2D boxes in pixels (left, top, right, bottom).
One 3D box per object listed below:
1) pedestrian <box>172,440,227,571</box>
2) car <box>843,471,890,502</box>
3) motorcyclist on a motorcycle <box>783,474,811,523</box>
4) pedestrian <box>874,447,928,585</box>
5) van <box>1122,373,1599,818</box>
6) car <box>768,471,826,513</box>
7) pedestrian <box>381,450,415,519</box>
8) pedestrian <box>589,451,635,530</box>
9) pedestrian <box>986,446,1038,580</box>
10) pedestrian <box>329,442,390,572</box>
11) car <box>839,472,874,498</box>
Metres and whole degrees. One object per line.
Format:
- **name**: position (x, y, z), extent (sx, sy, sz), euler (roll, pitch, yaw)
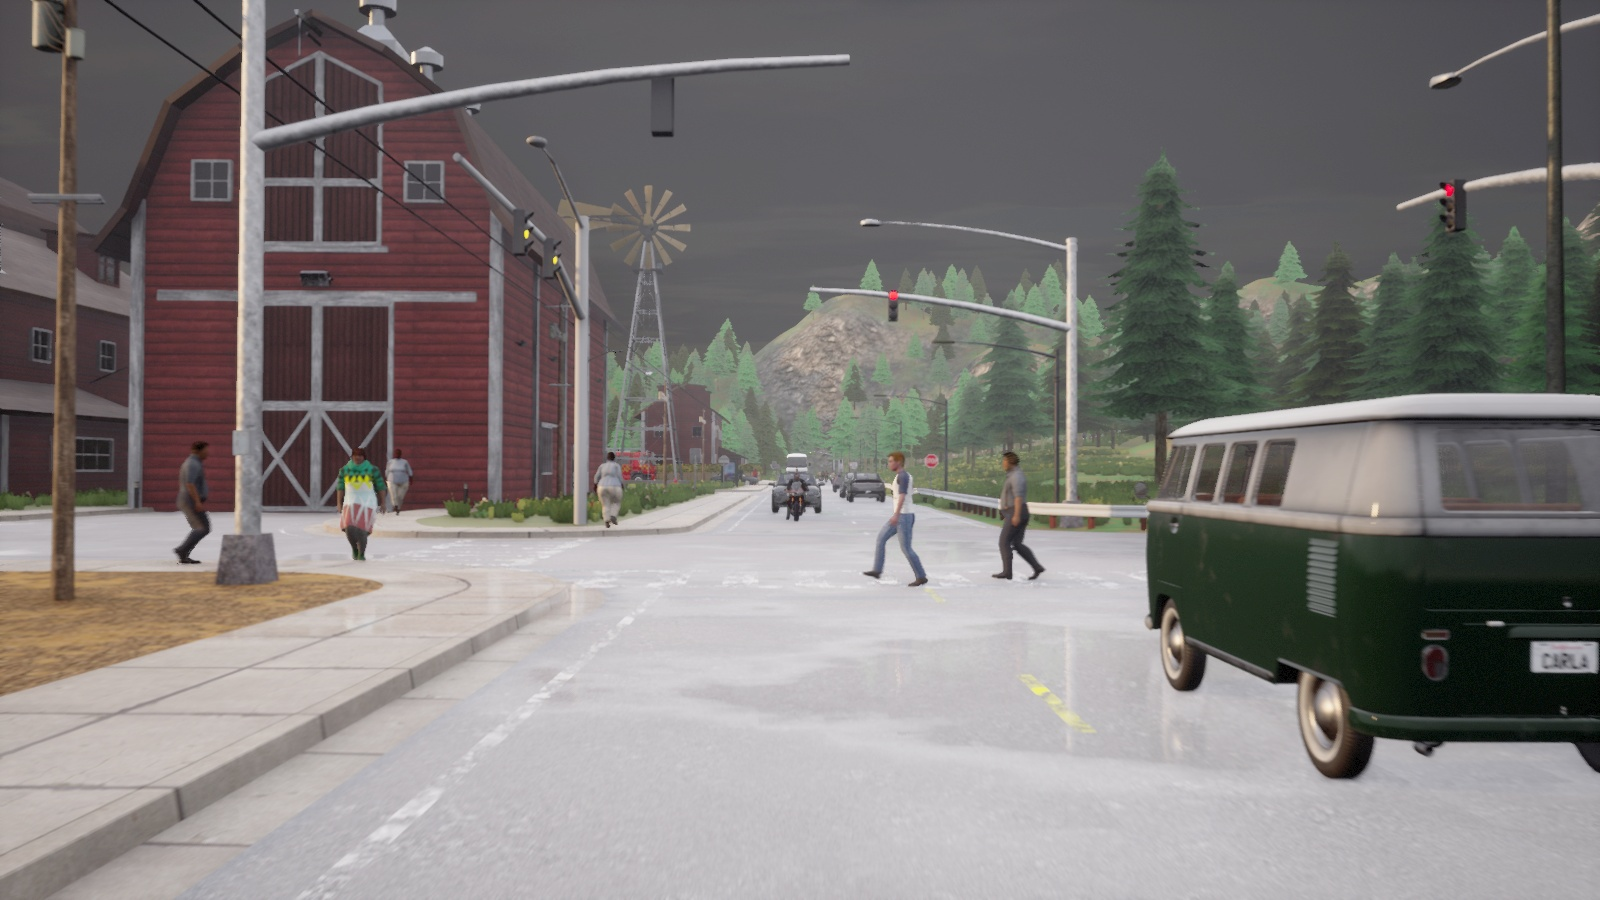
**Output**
- **pedestrian**: position (-8.632, 0.787, 18.067), extent (0.694, 1.848, 0.540), euler (0, -1, -24)
- **car**: position (3.349, 1.834, 64.325), extent (2.128, 1.511, 4.902), euler (0, -1, 0)
- **motorcyclist on a motorcycle**: position (-0.094, 1.519, 39.948), extent (0.866, 1.530, 2.191), euler (0, -1, 0)
- **pedestrian**: position (1.355, 0.881, 16.949), extent (0.706, 1.836, 0.354), euler (0, -1, 2)
- **van**: position (3.480, 0.685, 7.849), extent (1.775, 1.987, 4.442), euler (0, -1, 0)
- **car**: position (-0.114, 1.577, 48.142), extent (2.128, 1.511, 4.902), euler (0, -1, 0)
- **pedestrian**: position (-10.954, 0.943, 34.241), extent (0.874, 1.855, 0.900), euler (0, -1, -16)
- **pedestrian**: position (-4.522, 0.968, 30.254), extent (0.874, 1.855, 0.900), euler (0, -1, 8)
- **pedestrian**: position (2.975, 0.871, 17.640), extent (0.694, 1.848, 0.540), euler (0, -1, 9)
- **pedestrian**: position (-6.729, 0.860, 19.232), extent (0.659, 1.952, 0.873), euler (0, -1, -3)
- **car**: position (3.324, 2.054, 74.510), extent (1.837, 1.490, 4.892), euler (0, -1, 0)
